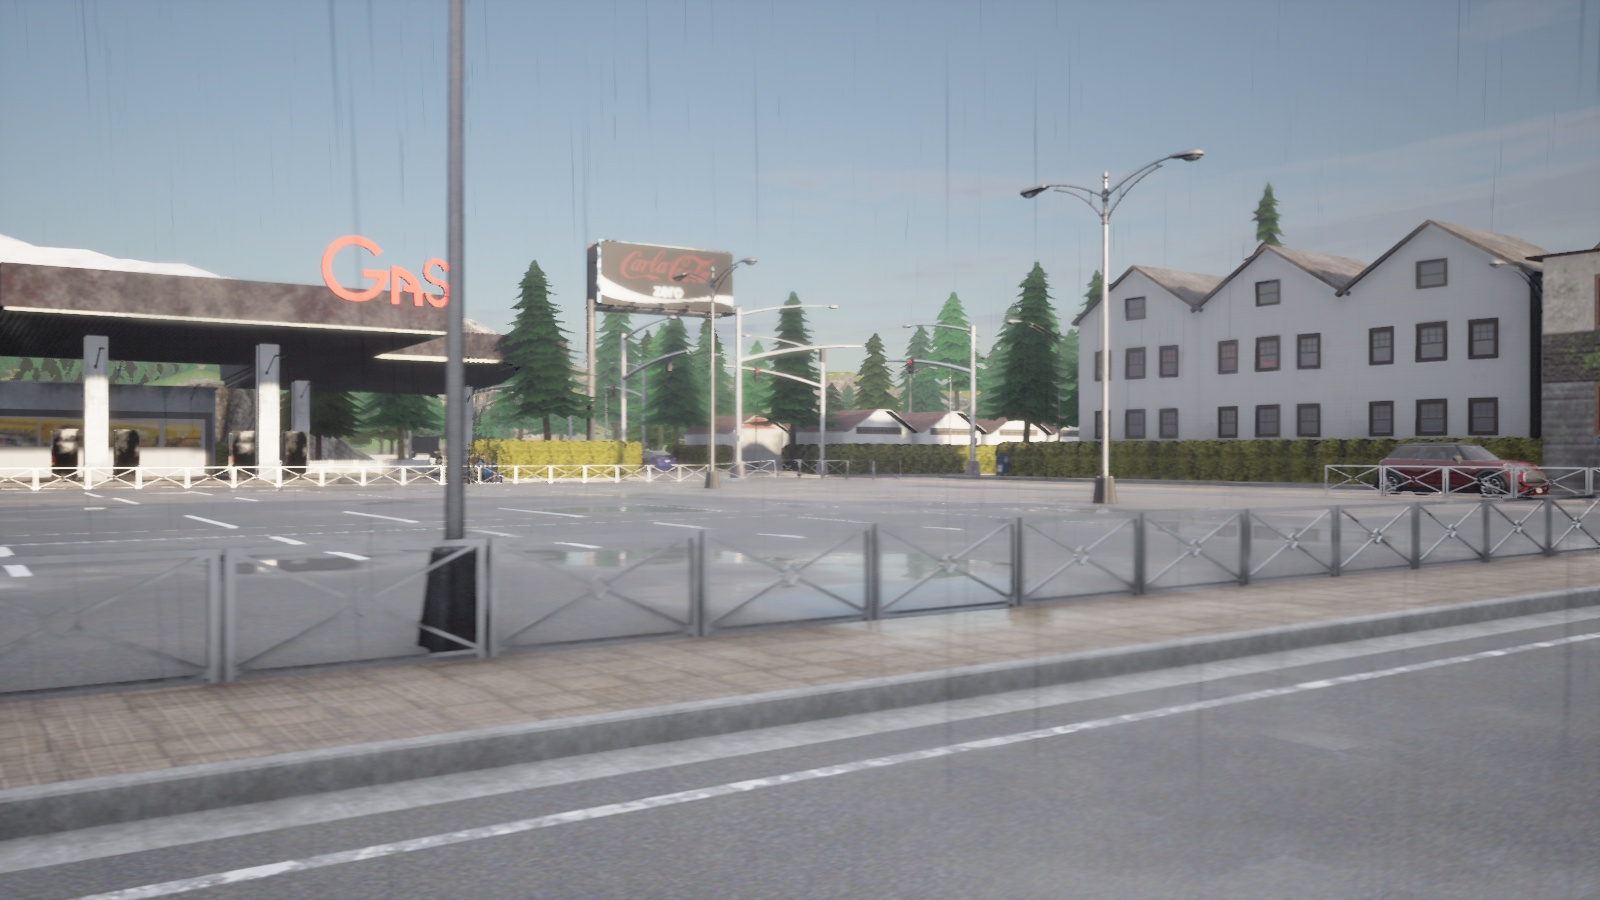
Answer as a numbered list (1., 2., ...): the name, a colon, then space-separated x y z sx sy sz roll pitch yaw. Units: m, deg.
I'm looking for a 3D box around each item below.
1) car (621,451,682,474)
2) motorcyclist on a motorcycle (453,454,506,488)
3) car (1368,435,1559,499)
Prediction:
1. car: -10.222 0.817 86.341 2.163 1.488 4.792 -1 1 -34
2. motorcyclist on a motorcycle: -14.716 0.967 57.600 2.191 1.530 0.866 0 0 -35
3. car: 19.559 0.477 37.196 2.097 1.767 4.553 0 0 -35
